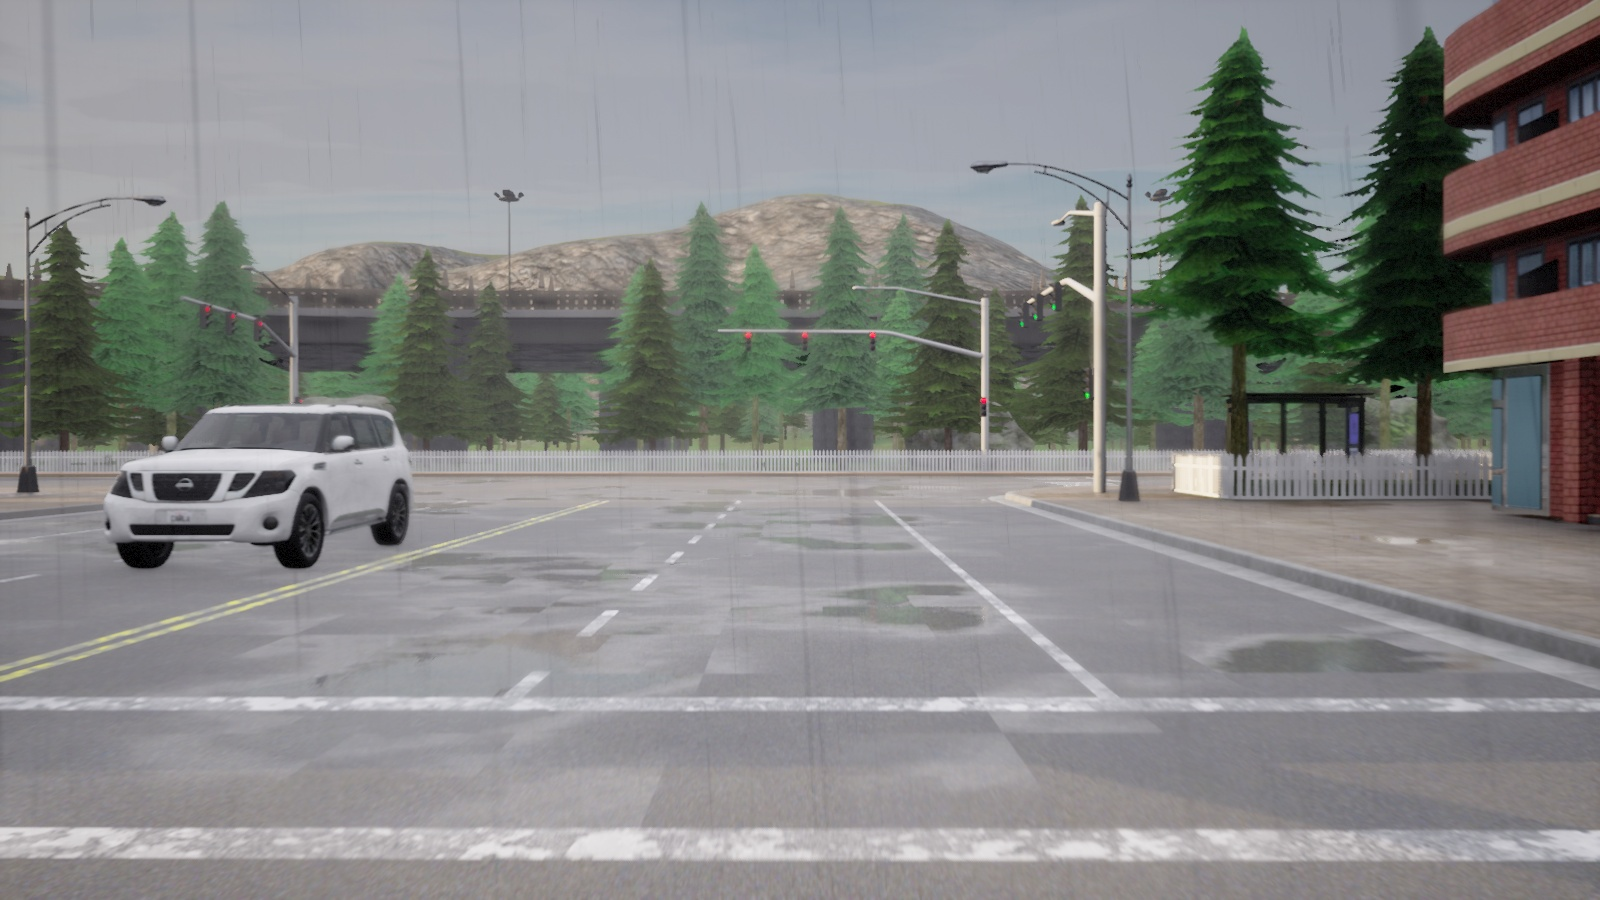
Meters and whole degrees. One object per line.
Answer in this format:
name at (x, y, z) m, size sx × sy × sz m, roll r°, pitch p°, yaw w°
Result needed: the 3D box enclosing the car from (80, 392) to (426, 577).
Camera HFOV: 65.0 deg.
car at (-6.889, 0.366, 16.702) m, size 2.150 × 2.045 × 5.566 m, roll 0°, pitch 0°, yaw 0°
